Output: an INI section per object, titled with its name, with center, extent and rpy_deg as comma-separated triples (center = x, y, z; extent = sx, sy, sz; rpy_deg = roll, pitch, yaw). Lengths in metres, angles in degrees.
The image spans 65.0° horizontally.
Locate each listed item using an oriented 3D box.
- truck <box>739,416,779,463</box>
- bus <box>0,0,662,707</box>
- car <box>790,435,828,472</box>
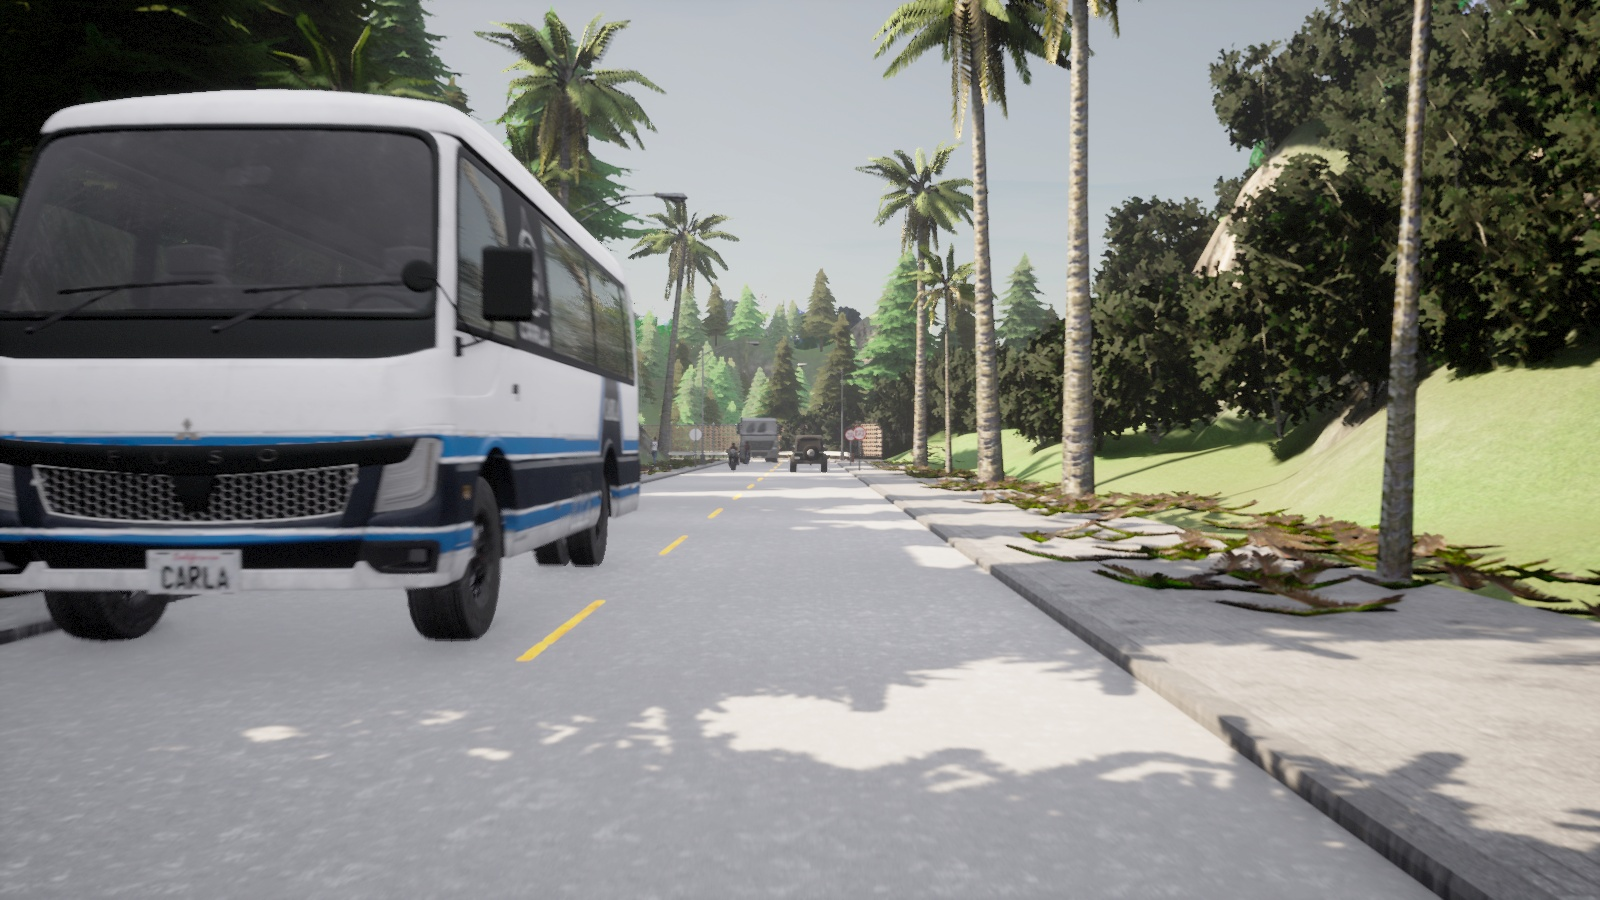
[truck]
center = -3.193, -0.777, 95.720
extent = 2.891, 3.462, 7.936
rpy_deg = 0, 0, -3
[bus]
center = -3.912, -0.702, 12.247
extent = 3.944, 4.253, 10.273
rpy_deg = 0, 0, 0
[car]
center = 0.461, 0.177, 64.819
extent = 1.905, 1.878, 3.866
rpy_deg = 0, 0, 0
